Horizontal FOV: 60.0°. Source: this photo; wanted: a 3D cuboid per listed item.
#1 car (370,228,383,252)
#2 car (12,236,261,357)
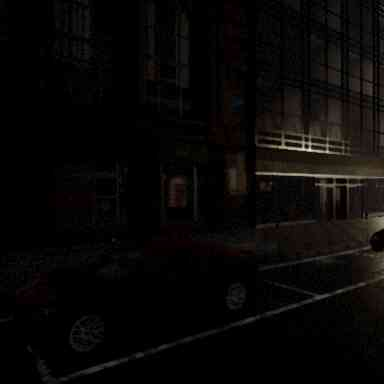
[{"bbox_3d":[8.464,1.558,12.614,4.206,1.307,1.802,0,0,-36],"label":"car"},{"bbox_3d":[-0.718,1.543,6.031,4.507,1.381,1.887,0,0,-36],"label":"car"}]
